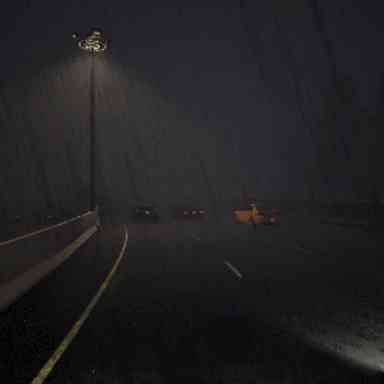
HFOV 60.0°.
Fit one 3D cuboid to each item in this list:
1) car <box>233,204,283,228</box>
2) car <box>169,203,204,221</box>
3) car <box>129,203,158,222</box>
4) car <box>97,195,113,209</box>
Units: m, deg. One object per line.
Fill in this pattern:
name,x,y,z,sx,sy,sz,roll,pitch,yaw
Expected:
car,4.360,1.535,22.661,1.882,1.535,5.008,0,0,-12
car,-0.534,1.637,28.045,2.033,1.411,5.357,0,0,-16
car,-4.030,1.606,27.482,2.163,1.488,4.792,0,0,-16
car,-13.490,1.411,50.005,2.150,2.045,5.566,0,0,-29
